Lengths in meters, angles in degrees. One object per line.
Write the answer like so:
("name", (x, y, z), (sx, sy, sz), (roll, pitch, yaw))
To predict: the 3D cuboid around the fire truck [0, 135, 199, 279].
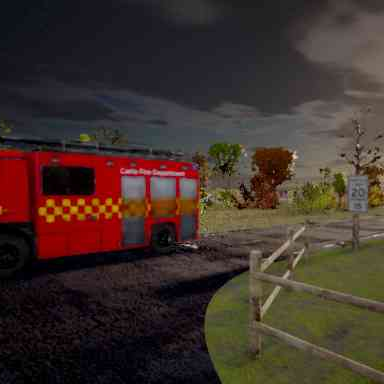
("fire truck", (-3.745, 0.319, 11.288), (8.468, 3.827, 2.891), (0, 1, -40))
